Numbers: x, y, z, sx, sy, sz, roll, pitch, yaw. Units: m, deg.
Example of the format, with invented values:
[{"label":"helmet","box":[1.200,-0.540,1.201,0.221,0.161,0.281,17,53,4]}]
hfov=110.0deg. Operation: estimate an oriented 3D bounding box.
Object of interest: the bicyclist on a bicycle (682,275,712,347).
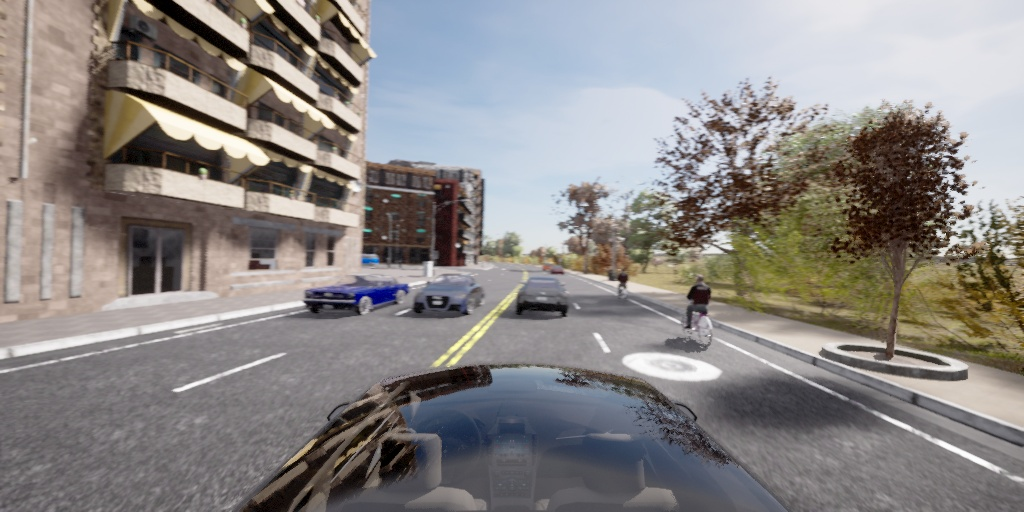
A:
[{"label":"bicyclist on a bicycle","box":[4.804,1.366,9.379,0.659,1.776,1.843,2,0,6]}]

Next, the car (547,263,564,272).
[{"label":"car","box":[7.126,2.220,56.861,1.994,1.385,4.181,2,-1,2]}]

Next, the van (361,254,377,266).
[{"label":"van","box":[-23.860,0.620,58.003,3.998,1.789,1.690,0,0,-27]}]

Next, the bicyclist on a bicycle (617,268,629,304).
[{"label":"bicyclist on a bicycle","box":[5.652,1.506,18.413,0.659,1.776,1.843,2,0,5]}]

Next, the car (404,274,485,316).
[{"label":"car","box":[-2.286,1.398,13.875,1.994,1.385,4.181,2,-1,5]}]

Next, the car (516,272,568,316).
[{"label":"car","box":[1.249,1.517,14.733,1.994,1.385,4.181,2,-1,5]}]

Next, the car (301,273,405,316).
[{"label":"car","box":[-5.575,1.328,13.474,1.895,1.301,4.718,2,-1,6]}]
